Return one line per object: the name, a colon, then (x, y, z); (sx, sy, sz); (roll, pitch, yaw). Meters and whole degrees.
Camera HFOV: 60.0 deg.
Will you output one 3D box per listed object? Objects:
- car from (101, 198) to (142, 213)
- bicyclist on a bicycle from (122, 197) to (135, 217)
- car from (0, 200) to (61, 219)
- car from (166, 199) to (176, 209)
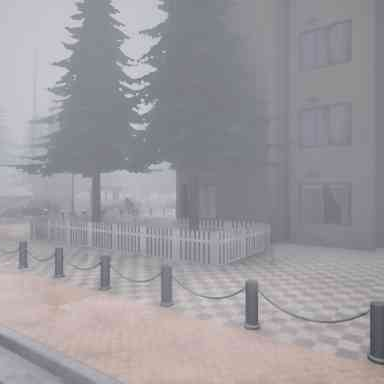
car: (-7.788, 1.462, 36.924); (1.882, 1.535, 5.008); (0, 0, 37)
bicyclist on a bicycle: (-5.309, 1.285, 27.828); (1.656, 1.620, 0.582); (0, 0, 37)
car: (-13.914, 1.476, 28.872); (2.128, 1.511, 4.902); (0, 0, 37)
car: (-1.574, 1.510, 45.053); (1.812, 1.442, 4.674); (0, 0, 37)
